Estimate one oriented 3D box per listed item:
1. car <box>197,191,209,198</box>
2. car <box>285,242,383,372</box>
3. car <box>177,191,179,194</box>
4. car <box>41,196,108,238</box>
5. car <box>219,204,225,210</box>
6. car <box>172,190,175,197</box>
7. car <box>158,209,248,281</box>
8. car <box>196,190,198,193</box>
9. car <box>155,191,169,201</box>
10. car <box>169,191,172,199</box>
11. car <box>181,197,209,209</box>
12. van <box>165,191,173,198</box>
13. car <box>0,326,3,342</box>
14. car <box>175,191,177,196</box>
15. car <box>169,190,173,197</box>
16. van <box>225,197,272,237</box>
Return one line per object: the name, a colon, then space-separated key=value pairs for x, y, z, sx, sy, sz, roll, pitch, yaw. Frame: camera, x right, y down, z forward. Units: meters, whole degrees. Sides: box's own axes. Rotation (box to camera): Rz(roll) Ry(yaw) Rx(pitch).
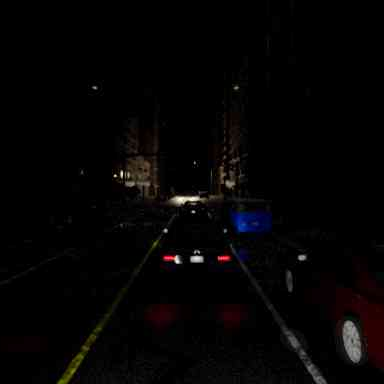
car: x=2.857 y=0.705 z=76.844 sx=1.967 sy=1.590 sz=4.097 roll=0 pitch=1 yaw=0
car: x=2.856 y=1.494 z=5.490 sx=1.887 sy=1.381 sz=4.507 roll=0 pitch=1 yaw=0
car: x=-5.667 y=0.434 z=93.159 sx=2.192 sy=1.841 sz=5.009 roll=0 pitch=1 yaw=0
car: x=-5.668 y=1.160 z=16.768 sx=2.192 sy=1.841 sz=5.009 roll=0 pitch=1 yaw=0
car: x=2.857 y=1.357 z=22.471 sx=1.947 sy=1.339 sz=4.313 roll=0 pitch=1 yaw=0
car: x=-5.667 y=0.810 z=76.809 sx=1.887 sy=1.381 sz=4.507 roll=0 pitch=1 yaw=0
car: x=0.101 y=1.459 z=9.618 sx=2.033 sy=1.411 sz=5.357 roll=0 pitch=1 yaw=0
car: x=2.858 y=0.718 z=87.741 sx=2.008 sy=1.369 sz=4.403 roll=0 pitch=1 yaw=0
car: x=-5.667 y=0.944 z=60.287 sx=1.752 sy=1.417 sz=4.829 roll=0 pitch=1 yaw=0
car: x=-5.667 y=0.917 z=65.907 sx=2.008 sy=1.369 sz=4.403 roll=0 pitch=1 yaw=0
car: x=0.101 y=1.330 z=25.114 sx=1.994 sy=1.385 sz=4.181 roll=0 pitch=1 yaw=0
van: x=-5.667 y=0.557 z=82.258 sx=1.690 sy=1.788 sz=3.998 roll=0 pitch=1 yaw=0
car: x=-3.100 y=1.533 z=1.473 sx=2.033 sy=1.411 sz=5.357 roll=0 pitch=1 yaw=0
car: x=-5.667 y=0.718 z=87.710 sx=2.008 sy=1.369 sz=4.403 roll=0 pitch=1 yaw=0
car: x=-5.667 y=0.860 z=71.358 sx=1.887 sy=1.381 sz=4.507 roll=0 pitch=1 yaw=0
van: x=2.856 y=1.186 z=16.809 sx=1.690 sy=1.788 sz=3.998 roll=0 pitch=1 yaw=0
